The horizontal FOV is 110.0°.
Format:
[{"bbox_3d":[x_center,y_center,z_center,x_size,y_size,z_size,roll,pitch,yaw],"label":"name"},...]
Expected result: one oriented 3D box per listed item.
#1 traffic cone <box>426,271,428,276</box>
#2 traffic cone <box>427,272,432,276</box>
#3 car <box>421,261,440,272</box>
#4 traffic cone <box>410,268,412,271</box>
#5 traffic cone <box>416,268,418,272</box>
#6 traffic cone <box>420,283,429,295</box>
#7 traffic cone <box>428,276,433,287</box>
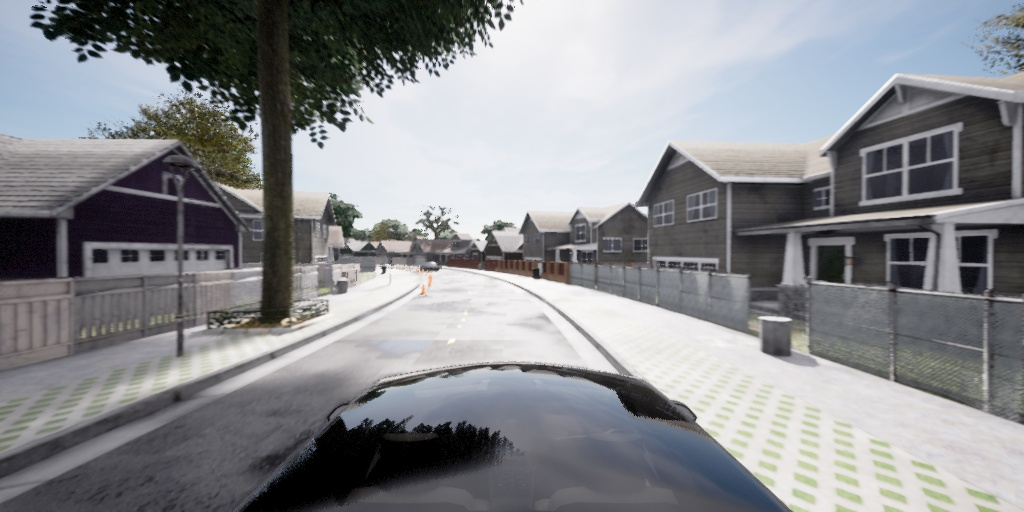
[{"bbox_3d":[-7.616,1.827,33.439,0.340,0.580,0.340,0,0,-15],"label":"traffic cone"},{"bbox_3d":[-6.427,1.807,28.702,0.340,0.580,0.340,0,0,-13],"label":"traffic cone"},{"bbox_3d":[-11.049,1.437,48.586,1.994,1.385,4.181,0,0,-24],"label":"car"},{"bbox_3d":[-14.539,1.827,51.678,0.340,0.580,0.340,0,0,-26],"label":"traffic cone"},{"bbox_3d":[-12.490,1.838,47.245,0.340,0.580,0.340,0,0,-23],"label":"traffic cone"},{"bbox_3d":[-4.719,1.753,19.086,0.340,0.580,0.340,0,0,-7],"label":"traffic cone"},{"bbox_3d":[-5.460,1.780,23.914,0.340,0.580,0.340,0,0,-10],"label":"traffic cone"}]
